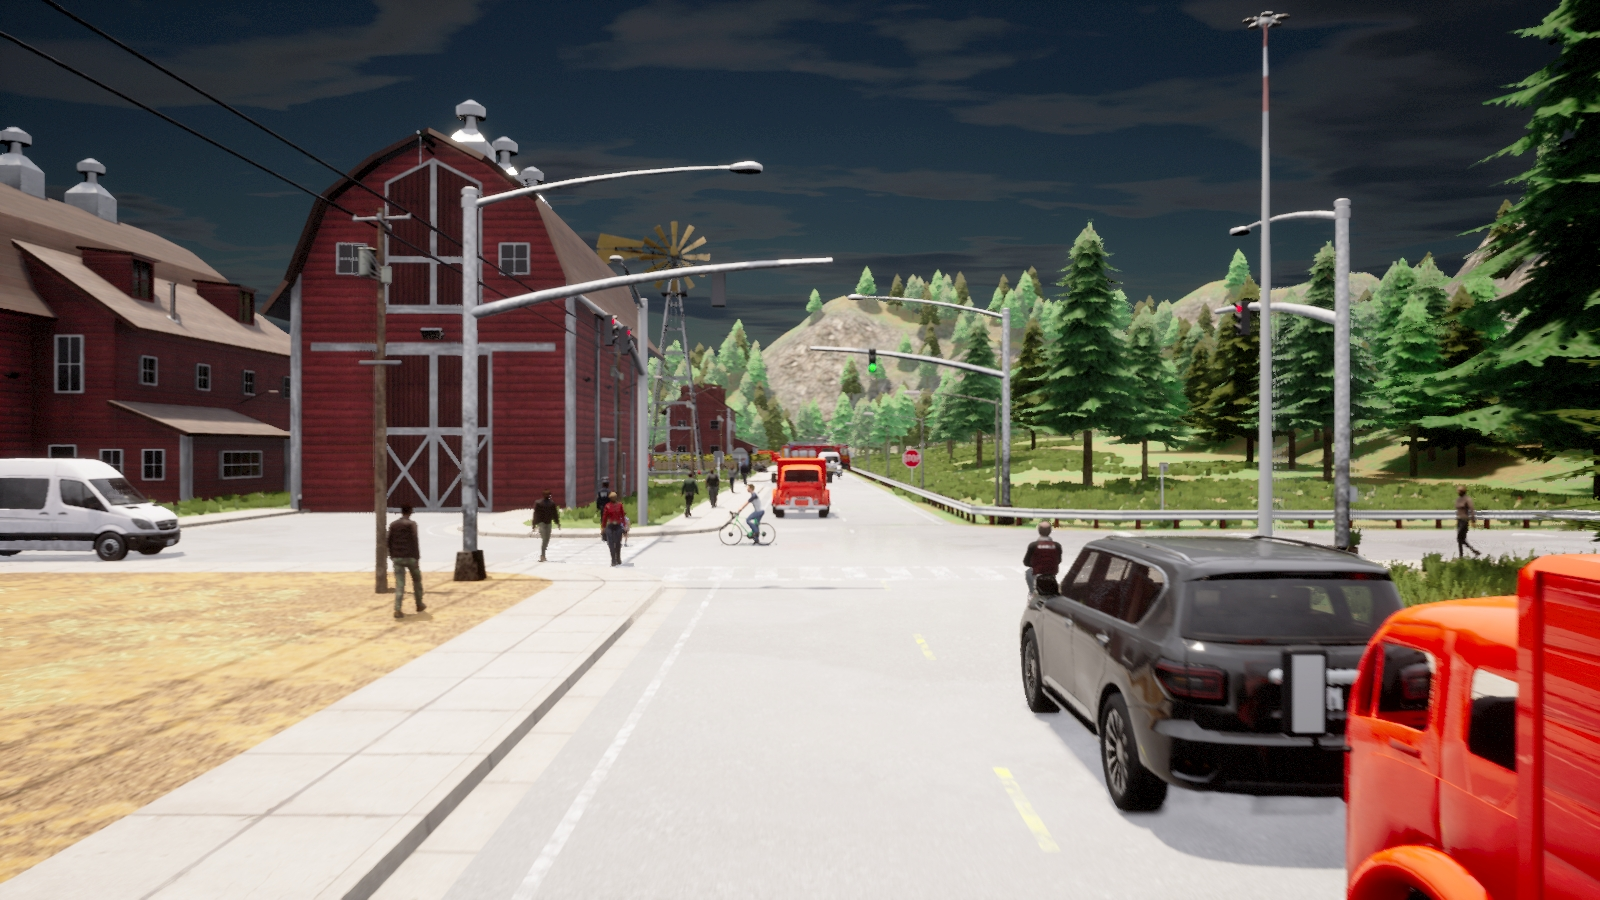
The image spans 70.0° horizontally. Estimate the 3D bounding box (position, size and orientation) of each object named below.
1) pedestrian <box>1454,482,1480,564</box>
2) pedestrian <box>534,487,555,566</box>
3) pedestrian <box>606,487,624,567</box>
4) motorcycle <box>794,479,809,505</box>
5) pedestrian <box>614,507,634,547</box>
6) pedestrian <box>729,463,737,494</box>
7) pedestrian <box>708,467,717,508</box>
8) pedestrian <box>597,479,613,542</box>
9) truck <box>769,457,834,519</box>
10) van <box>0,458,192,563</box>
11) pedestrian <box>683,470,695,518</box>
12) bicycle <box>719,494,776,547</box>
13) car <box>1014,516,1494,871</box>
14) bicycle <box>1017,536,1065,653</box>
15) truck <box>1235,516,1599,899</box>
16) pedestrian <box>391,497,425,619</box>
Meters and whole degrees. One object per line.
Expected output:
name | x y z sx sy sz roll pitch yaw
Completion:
pedestrian | 15.376 1.671 26.351 0.375 1.860 0.375 0 0 -2
pedestrian | -6.145 1.822 27.429 0.375 1.860 0.375 0 0 -35
pedestrian | -4.388 1.824 27.085 0.375 1.860 0.375 0 0 -2
motorcycle | 0.077 2.169 59.844 0.764 1.277 2.356 0 0 0
pedestrian | -5.046 2.204 32.760 0.500 1.100 0.500 0 0 0
pedestrian | -4.061 1.697 69.129 0.375 1.860 0.375 0 0 7
pedestrian | -3.941 1.696 51.716 0.375 1.860 0.375 0 0 0
pedestrian | -5.889 1.822 34.487 0.375 1.860 0.375 0 0 8
truck | 0.055 1.568 48.712 2.627 2.467 5.204 0 0 0
van | -19.122 1.504 29.331 5.915 2.561 1.988 0 0 -1
pedestrian | -4.298 1.695 44.286 0.375 1.860 0.375 0 0 12
bicycle | -1.525 2.036 33.141 1.643 1.496 0.373 0 0 -1
car | 3.544 1.779 10.388 2.150 2.045 5.566 0 0 0
bicycle | 3.502 2.060 16.697 0.329 1.471 1.835 0 0 0
truck | 3.518 1.568 3.173 2.627 2.467 5.204 0 0 0
pedestrian | -6.128 1.679 17.852 0.375 1.860 0.375 0 0 8
